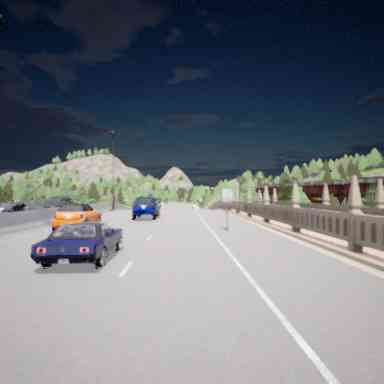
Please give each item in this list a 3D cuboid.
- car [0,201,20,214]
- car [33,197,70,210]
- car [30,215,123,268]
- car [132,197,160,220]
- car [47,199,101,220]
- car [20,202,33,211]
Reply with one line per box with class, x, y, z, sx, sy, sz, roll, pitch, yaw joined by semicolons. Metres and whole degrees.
car;-22.270;1.903;41.266;2.128;1.511;4.902;0;-1;-2
car;-15.155;1.565;37.210;2.150;2.045;5.566;0;-1;-2
car;-3.708;1.702;11.677;1.895;1.301;4.718;0;0;-2
car;-4.279;1.465;31.504;2.150;2.045;5.566;0;0;-1
car;-7.516;1.547;22.171;2.097;1.767;4.553;0;0;-2
car;-18.766;1.741;41.162;2.097;1.767;4.553;0;0;-2
